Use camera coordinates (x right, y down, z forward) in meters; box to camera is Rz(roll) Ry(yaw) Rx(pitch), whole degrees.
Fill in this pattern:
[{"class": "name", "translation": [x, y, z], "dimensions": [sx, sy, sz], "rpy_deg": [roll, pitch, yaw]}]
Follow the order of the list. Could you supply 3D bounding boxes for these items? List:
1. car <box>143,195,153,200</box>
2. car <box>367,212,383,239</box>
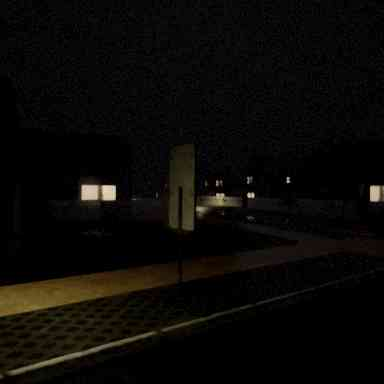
[{"class": "car", "translation": [-7.827, 1.387, 60.463], "dimensions": [1.837, 1.490, 4.892], "rpy_deg": [1, 0, -25]}, {"class": "car", "translation": [10.292, 1.503, 14.870], "dimensions": [2.128, 1.511, 4.902], "rpy_deg": [1, 0, -19]}]
